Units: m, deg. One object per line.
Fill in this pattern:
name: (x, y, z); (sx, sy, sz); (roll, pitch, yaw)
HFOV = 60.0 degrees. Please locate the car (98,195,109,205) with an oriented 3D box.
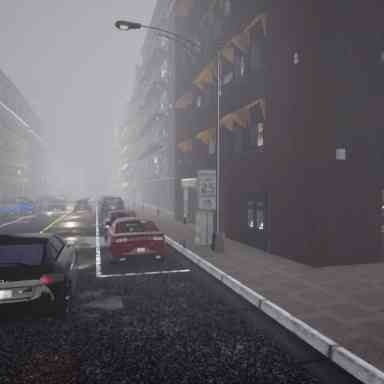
car: (-16.110, 1.432, 60.440); (1.967, 1.590, 4.097); (-1, 0, -16)

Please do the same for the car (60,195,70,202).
car: (-30.442, 1.429, 79.921); (1.967, 1.590, 4.097); (-1, 0, -16)

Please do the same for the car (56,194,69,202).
car: (-28.875, 1.302, 74.479); (2.192, 1.841, 5.009); (-1, 0, -16)

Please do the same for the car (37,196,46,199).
car: (-19.439, 1.567, 41.830); (1.802, 1.307, 4.206); (-1, 0, -16)

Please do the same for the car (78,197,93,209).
car: (-14.978, 1.467, 46.839); (1.882, 1.535, 5.008); (0, 0, -16)

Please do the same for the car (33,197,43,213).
car: (-17.869, 1.567, 36.389); (1.802, 1.307, 4.206); (-1, 0, -16)

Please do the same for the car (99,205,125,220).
car: (-3.570, 1.562, 16.899); (1.947, 1.339, 4.313); (-1, 0, -16)

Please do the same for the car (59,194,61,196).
car: (-22.616, 1.300, 52.704); (2.192, 1.841, 5.009); (-1, 0, -16)

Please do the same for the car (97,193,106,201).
car: (-23.949, 1.311, 87.652); (2.192, 1.841, 5.009); (-1, 0, -16)

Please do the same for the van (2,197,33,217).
van: (-16.304, 1.327, 30.945); (1.690, 1.788, 3.998); (-1, 0, -16)

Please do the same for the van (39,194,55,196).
van: (-21.021, 1.326, 47.270); (1.690, 1.788, 3.998); (-1, 0, -16)

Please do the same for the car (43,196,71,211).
car: (-16.156, 1.535, 40.079); (2.033, 1.411, 5.357); (0, 0, -16)

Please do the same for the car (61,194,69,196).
car: (-27.305, 1.537, 69.037); (2.008, 1.369, 4.403); (-1, 0, -16)

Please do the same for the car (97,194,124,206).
car: (-6.708, 1.308, 27.782); (2.192, 1.841, 5.009); (-1, 0, -16)

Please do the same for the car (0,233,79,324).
car: (-3.532, 1.561, 7.083); (1.994, 1.385, 4.181); (0, 0, -16)

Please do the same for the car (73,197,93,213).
car: (-12.073, 1.515, 36.932); (1.812, 1.442, 4.674); (0, 0, -16)

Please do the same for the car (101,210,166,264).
car: (-2.097, 1.542, 11.785); (1.887, 1.381, 4.507); (-1, 0, -16)

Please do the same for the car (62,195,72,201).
car: (-32.007, 1.556, 85.364); (1.947, 1.339, 4.313); (-1, 0, -16)
